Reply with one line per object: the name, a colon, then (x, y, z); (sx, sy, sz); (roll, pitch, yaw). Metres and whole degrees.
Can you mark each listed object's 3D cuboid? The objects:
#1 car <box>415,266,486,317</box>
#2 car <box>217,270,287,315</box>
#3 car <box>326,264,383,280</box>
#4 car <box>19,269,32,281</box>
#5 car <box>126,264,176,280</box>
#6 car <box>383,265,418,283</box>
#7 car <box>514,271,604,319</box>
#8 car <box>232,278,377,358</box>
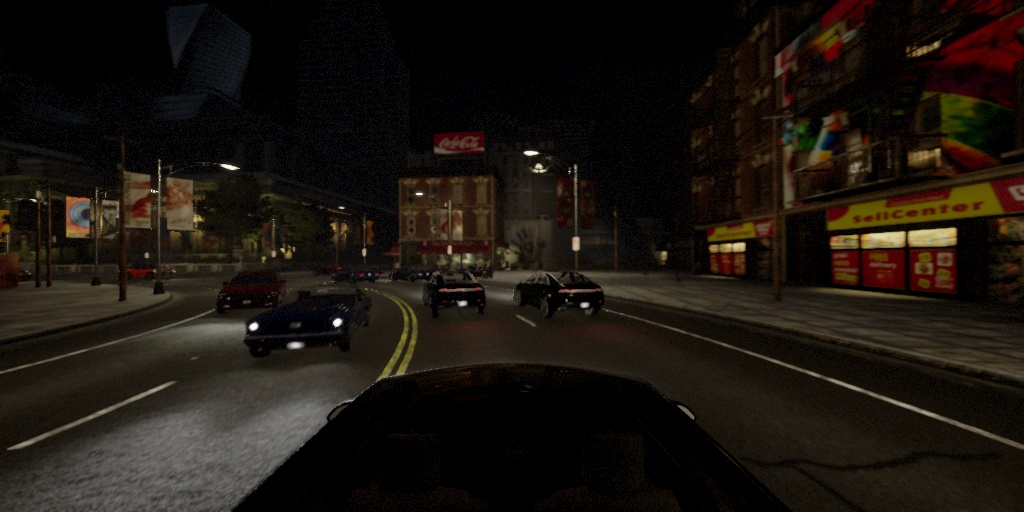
car: (-2.337, 1.313, 13.708); (2.128, 1.511, 4.902); (0, 0, -18)
car: (-10.540, 1.377, 14.866); (1.882, 1.535, 5.008); (0, -1, -28)
car: (-13.006, 1.532, 29.696); (5.357, 1.411, 2.033); (-1, 0, 42)
car: (-51.625, 1.708, 36.196); (4.553, 1.767, 2.097); (0, 0, 5)
car: (-38.334, 1.597, 38.063); (4.553, 1.767, 2.097); (0, 0, 11)
car: (-8.397, 1.492, 30.041); (2.033, 1.411, 5.357); (0, 0, -45)
car: (1.503, 1.276, 13.100); (2.128, 1.511, 4.902); (0, 0, -16)
car: (-4.723, 1.424, 9.015); (1.895, 1.301, 4.718); (0, 0, -15)
